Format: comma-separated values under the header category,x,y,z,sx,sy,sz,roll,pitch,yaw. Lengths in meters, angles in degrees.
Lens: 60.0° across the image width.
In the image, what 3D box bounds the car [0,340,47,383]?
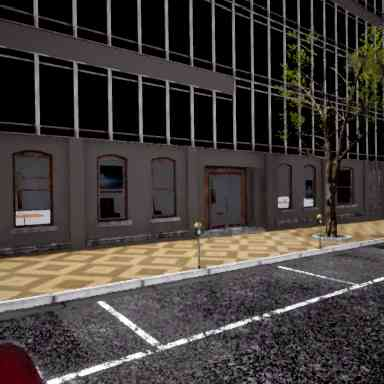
category,x,y,z,sx,sy,sz,roll,pitch,yaw
car,-2.785,1.564,1.395,4.181,1.385,1.994,0,0,-35
